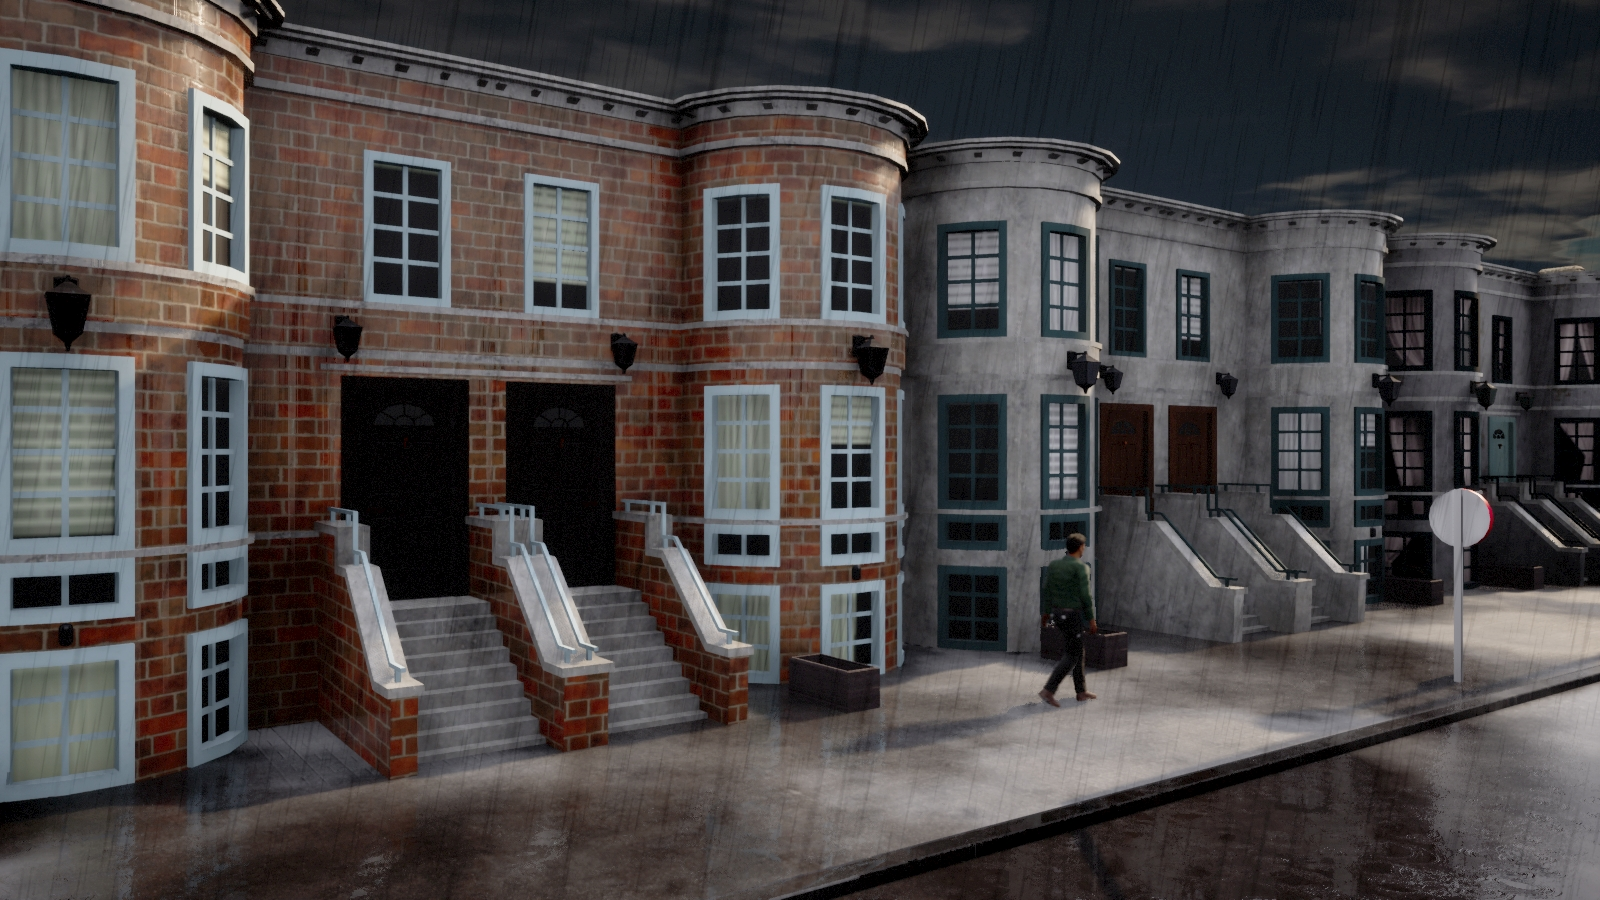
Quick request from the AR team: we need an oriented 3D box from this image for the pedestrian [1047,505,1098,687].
[{"bbox_3d":[2.877,1.524,12.061,0.375,1.860,0.375,0,0,-27],"label":"pedestrian"}]
